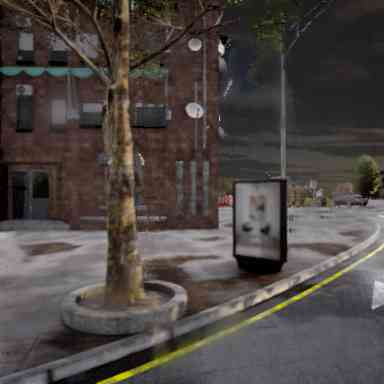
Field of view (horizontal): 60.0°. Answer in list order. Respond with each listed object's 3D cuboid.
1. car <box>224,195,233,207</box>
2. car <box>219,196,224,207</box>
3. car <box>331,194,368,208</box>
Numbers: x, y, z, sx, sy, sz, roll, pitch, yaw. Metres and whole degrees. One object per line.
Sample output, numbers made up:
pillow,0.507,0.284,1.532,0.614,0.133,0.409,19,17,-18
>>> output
car,6.996,1.364,43.545,4.553,1.767,2.185,2,-6,-33
car,6.309,1.562,46.514,5.566,2.045,2.435,2,-7,-33
car,17.480,0.983,37.227,2.128,1.511,4.902,1,-2,-9
